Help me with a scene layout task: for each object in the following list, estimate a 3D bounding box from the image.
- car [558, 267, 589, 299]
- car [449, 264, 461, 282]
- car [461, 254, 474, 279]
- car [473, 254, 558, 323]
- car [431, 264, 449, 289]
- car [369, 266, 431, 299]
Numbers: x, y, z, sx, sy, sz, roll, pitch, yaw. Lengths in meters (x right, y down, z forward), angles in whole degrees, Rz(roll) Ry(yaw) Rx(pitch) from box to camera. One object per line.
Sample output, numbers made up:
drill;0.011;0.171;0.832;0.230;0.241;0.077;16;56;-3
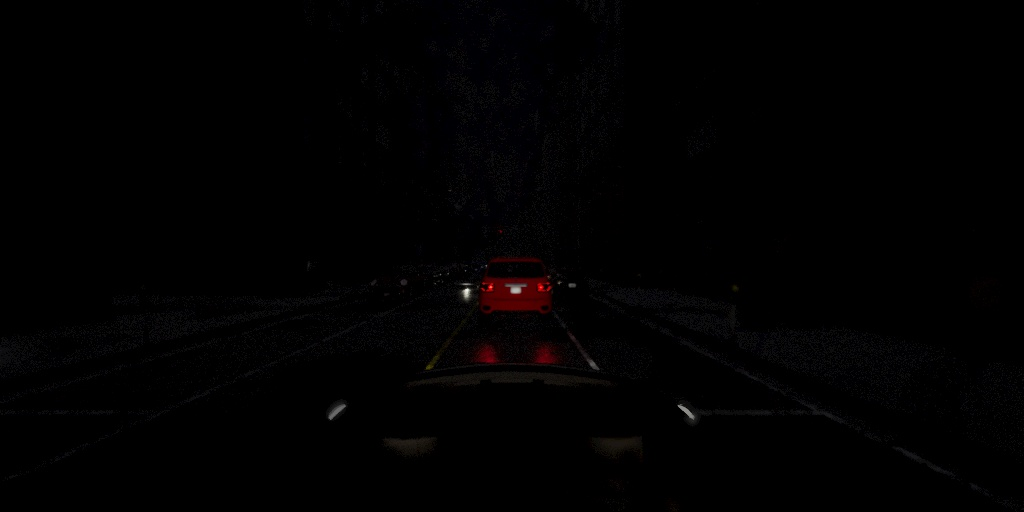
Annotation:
car;2.775;1.381;18.428;1.948;1.339;4.313;0;0;0
car;-5.740;1.409;29.447;2.007;1.370;4.403;0;0;0
car;-2.973;0.815;32.545;2.150;2.045;5.566;0;0;0
car;0.111;1.016;12.420;2.150;2.045;5.566;0;0;0
car;-5.745;1.402;23.942;1.948;1.339;4.313;0;0;0
car;-5.751;1.254;18.436;1.967;1.591;4.097;0;0;0
